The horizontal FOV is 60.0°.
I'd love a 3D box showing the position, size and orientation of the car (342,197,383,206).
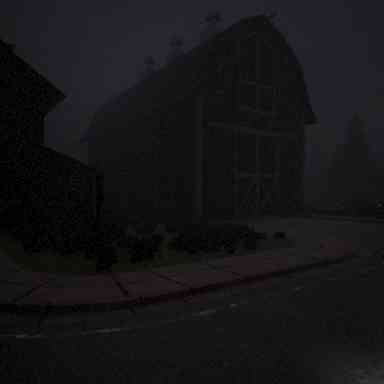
[{"bbox_3d":[18.272,1.363,35.134,2.097,1.767,4.553,0,0,-34],"label":"car"}]
